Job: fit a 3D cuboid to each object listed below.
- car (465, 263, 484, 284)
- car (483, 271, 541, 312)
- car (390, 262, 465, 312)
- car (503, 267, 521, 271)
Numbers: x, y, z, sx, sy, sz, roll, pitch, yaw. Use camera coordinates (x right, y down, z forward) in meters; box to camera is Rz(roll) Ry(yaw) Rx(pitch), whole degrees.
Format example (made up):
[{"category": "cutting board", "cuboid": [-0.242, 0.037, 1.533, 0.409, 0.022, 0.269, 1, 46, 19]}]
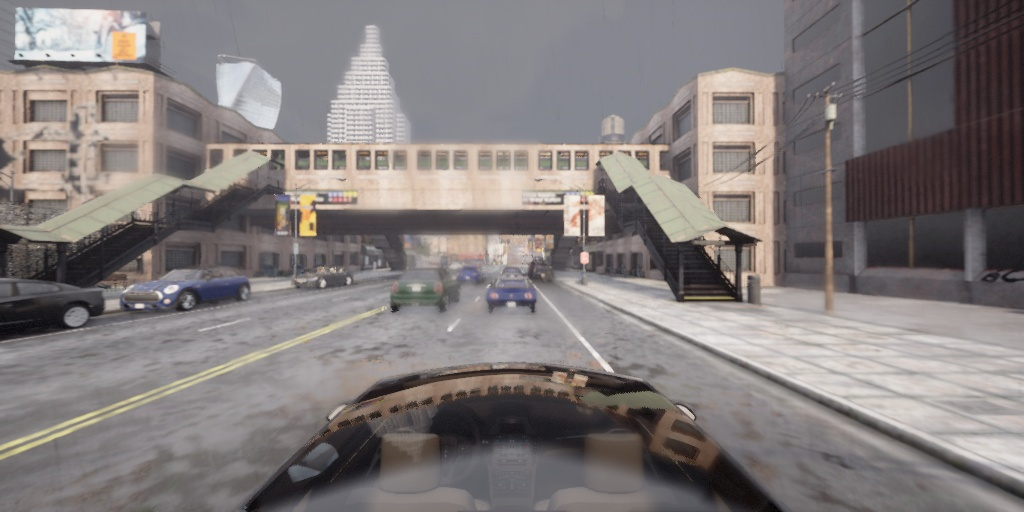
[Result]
[{"category": "car", "cuboid": [-3.472, 1.596, 30.724, 1.812, 1.442, 4.674, 0, 0, 1]}, {"category": "car", "cuboid": [0.010, 1.499, 15.081, 1.895, 1.301, 4.718, 0, -1, 0]}, {"category": "car", "cuboid": [-3.486, 1.251, 15.252, 2.097, 1.767, 4.553, 0, -1, 0]}, {"category": "car", "cuboid": [0.002, 1.603, 29.352, 2.033, 1.411, 5.357, 0, -1, 0]}]
